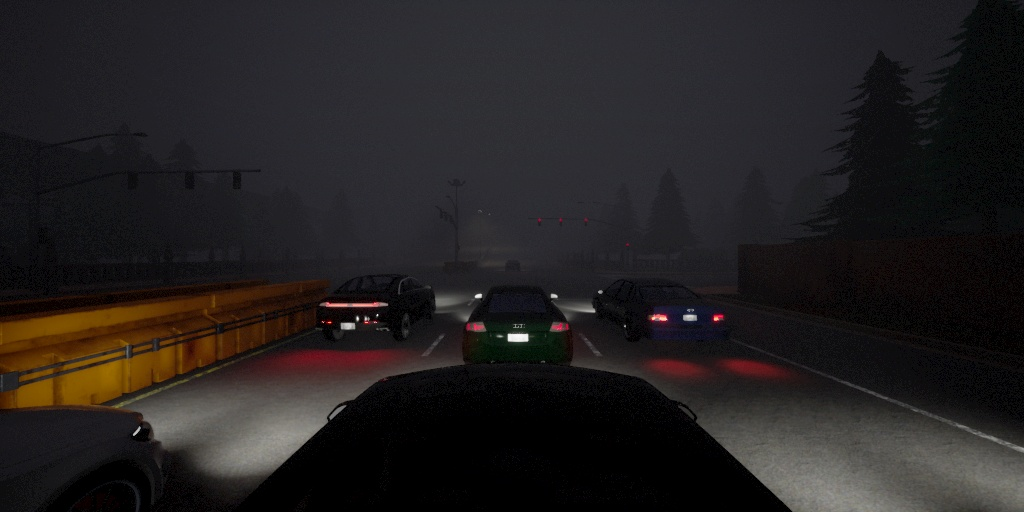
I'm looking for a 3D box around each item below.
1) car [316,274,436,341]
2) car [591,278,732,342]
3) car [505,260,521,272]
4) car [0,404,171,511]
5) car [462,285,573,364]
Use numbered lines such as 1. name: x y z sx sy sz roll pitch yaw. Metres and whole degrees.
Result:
1. car: -3.399 1.241 9.857 2.128 1.511 4.902 0 0 0
2. car: 3.600 1.297 9.763 2.033 1.411 5.357 0 0 0
3. car: 0.101 1.228 46.043 1.882 1.535 5.008 0 0 0
4. car: -3.403 1.276 0.621 1.812 1.442 4.674 0 0 0
5. car: 0.099 1.314 7.906 1.994 1.385 4.181 0 0 0
